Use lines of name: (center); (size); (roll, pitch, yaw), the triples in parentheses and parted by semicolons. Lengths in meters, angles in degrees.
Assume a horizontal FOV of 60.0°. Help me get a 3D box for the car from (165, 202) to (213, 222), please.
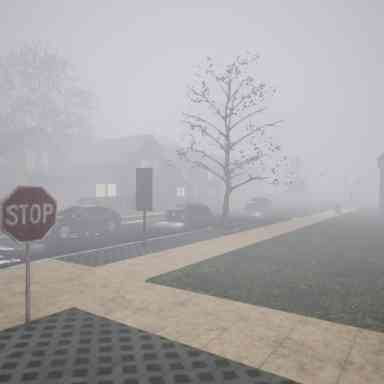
car: (-0.175, 1.439, 25.362); (1.994, 1.385, 4.181); (1, 1, 35)

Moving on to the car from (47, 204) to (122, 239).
car: (-5.786, 1.433, 17.037); (1.837, 1.490, 4.892); (1, 1, 34)

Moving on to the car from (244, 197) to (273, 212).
car: (7.400, 1.309, 36.646); (1.837, 1.490, 4.892); (1, 1, 34)
